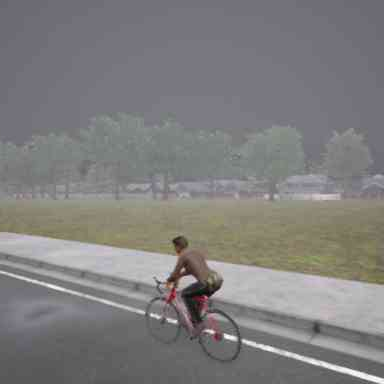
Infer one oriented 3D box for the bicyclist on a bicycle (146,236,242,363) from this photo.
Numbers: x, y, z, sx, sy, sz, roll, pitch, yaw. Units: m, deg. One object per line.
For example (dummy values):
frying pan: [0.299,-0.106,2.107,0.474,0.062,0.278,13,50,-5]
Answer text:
bicyclist on a bicycle: [-0.044,1.454,4.688,1.656,1.620,0.582,0,0,35]
